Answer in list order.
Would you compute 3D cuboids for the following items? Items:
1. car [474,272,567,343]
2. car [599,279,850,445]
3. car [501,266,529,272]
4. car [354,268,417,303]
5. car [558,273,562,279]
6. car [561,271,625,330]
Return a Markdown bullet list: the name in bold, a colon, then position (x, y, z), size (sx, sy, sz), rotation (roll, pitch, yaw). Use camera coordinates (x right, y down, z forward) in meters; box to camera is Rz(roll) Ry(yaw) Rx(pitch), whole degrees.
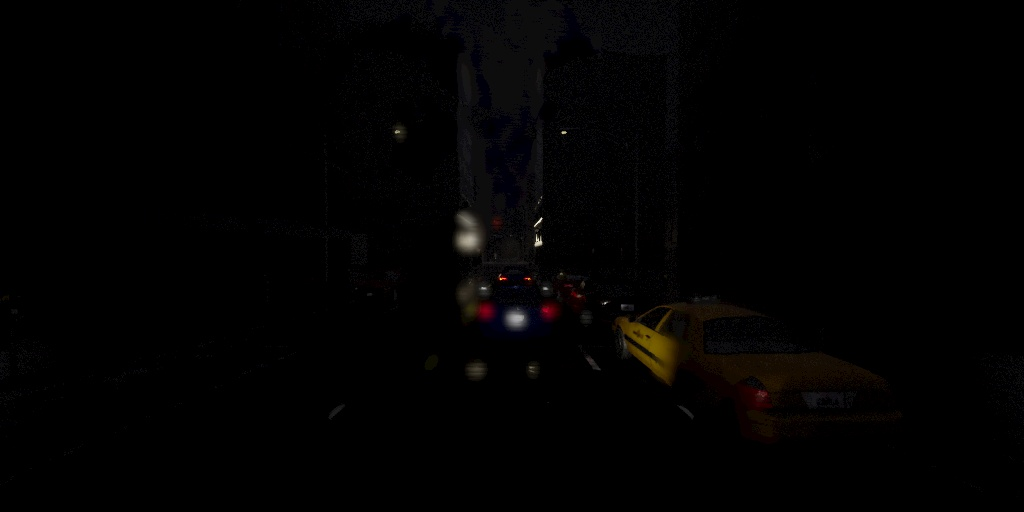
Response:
- **car**: position (0.101, 1.312, 9.649), size (1.994, 1.385, 4.181), rotation (0, 0, 0)
- **car**: position (2.874, 1.274, 5.549), size (1.751, 1.417, 4.829), rotation (0, 0, 0)
- **car**: position (0.104, 1.270, 19.664), size (1.812, 1.442, 4.674), rotation (0, 0, -2)
- **car**: position (-5.669, 1.290, 16.549), size (1.888, 1.381, 4.507), rotation (0, 0, 0)
- **car**: position (2.876, 1.327, 16.551), size (1.802, 1.307, 4.207), rotation (0, 0, 0)
- **car**: position (2.875, 1.313, 10.965), size (1.948, 1.339, 4.313), rotation (0, 0, 0)
